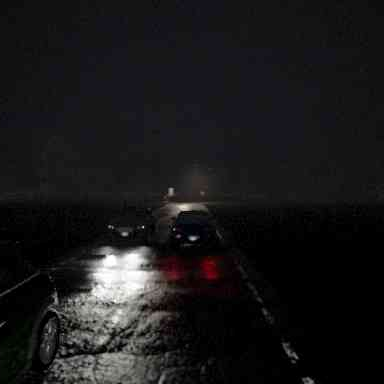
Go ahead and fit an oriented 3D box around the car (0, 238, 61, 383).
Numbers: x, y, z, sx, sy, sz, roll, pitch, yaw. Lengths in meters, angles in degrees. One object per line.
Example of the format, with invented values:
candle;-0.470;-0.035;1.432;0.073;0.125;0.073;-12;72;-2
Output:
car;-2.843;1.343;2.627;2.097;1.767;4.553;0;0;0

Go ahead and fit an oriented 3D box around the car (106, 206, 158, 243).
car;-2.776;1.482;16.224;2.128;1.511;4.902;0;0;1

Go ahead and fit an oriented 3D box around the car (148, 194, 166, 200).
car;-9.133;1.294;88.055;5.008;1.535;1.882;1;1;6

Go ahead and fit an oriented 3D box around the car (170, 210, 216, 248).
car;0.054;1.526;14.610;1.812;1.442;4.674;0;0;0
